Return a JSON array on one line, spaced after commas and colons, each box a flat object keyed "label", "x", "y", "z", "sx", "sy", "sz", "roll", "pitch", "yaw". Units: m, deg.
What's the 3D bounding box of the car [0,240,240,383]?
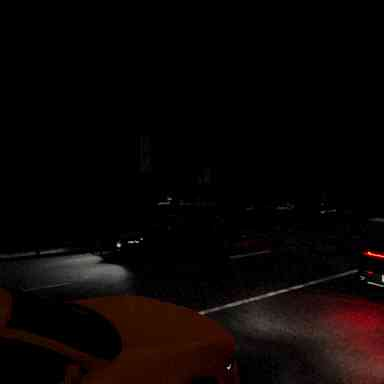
[{"label": "car", "x": -1.837, "y": 1.478, "z": 2.419, "sx": 5.008, "sy": 1.535, "sz": 1.882, "roll": 0, "pitch": 0, "yaw": -36}]

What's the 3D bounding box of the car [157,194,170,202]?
[{"label": "car", "x": -6.820, "y": 1.372, "z": 64.287, "sx": 1.895, "sy": 1.301, "sz": 4.718, "roll": -1, "pitch": 0, "yaw": -38}]

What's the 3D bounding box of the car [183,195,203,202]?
[{"label": "car", "x": 0.129, "y": 1.309, "z": 67.003, "sx": 1.895, "sy": 1.301, "sz": 4.718, "roll": -1, "pitch": 0, "yaw": -39}]

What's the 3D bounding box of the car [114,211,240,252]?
[{"label": "car", "x": -0.415, "y": 1.485, "z": 12.288, "sx": 4.892, "sy": 1.490, "sz": 1.837, "roll": 0, "pitch": 0, "yaw": -35}]

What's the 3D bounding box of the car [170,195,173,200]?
[{"label": "car", "x": -6.220, "y": 1.238, "z": 74.781, "sx": 2.128, "sy": 1.511, "sz": 4.902, "roll": -1, "pitch": 0, "yaw": -38}]

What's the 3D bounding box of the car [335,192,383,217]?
[{"label": "car", "x": 15.045, "y": 1.016, "z": 29.109, "sx": 2.150, "sy": 2.045, "sz": 5.566, "roll": 0, "pitch": 0, "yaw": -18}]

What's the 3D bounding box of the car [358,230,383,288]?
[{"label": "car", "x": 5.869, "y": 1.468, "z": 7.951, "sx": 4.892, "sy": 1.490, "sz": 1.837, "roll": 0, "pitch": 0, "yaw": -36}]

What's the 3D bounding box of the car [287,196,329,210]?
[{"label": "car", "x": 13.522, "y": 1.260, "z": 38.881, "sx": 1.837, "sy": 1.490, "sz": 4.892, "roll": -1, "pitch": 0, "yaw": -39}]
